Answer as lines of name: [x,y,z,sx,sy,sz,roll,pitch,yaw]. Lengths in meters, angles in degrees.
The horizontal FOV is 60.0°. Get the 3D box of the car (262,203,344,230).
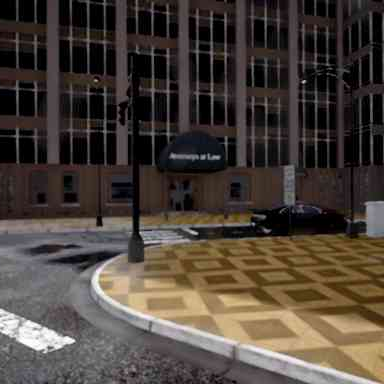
car: [6.521,1.379,19.700,4.181,1.385,1.994,0,0,-14]

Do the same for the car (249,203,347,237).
car: [5.279,1.309,16.453,4.902,1.511,2.128,0,0,-14]
